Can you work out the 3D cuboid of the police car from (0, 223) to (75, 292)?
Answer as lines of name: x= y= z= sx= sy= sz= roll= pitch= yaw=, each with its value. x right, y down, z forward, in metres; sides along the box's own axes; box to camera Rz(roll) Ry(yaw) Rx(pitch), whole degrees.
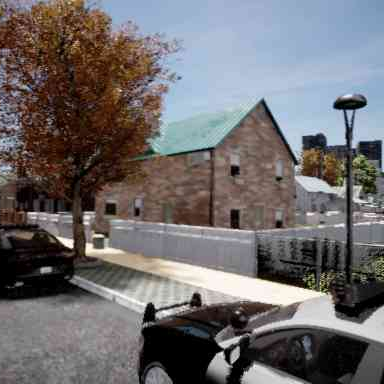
police car: x=-5.388 y=1.794 z=10.227 sx=1.930 sy=1.638 sz=5.238 roll=3 pitch=-3 yaw=-43

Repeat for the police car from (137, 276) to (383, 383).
police car: x=1.384 y=1.593 z=2.872 sx=1.930 sy=1.638 sz=5.238 roll=3 pitch=-3 yaw=-43
